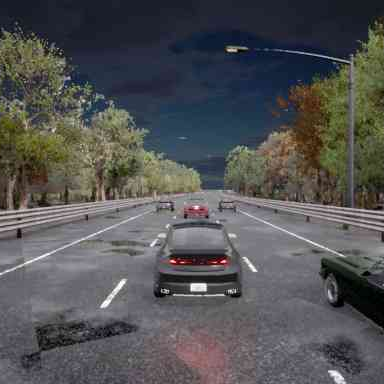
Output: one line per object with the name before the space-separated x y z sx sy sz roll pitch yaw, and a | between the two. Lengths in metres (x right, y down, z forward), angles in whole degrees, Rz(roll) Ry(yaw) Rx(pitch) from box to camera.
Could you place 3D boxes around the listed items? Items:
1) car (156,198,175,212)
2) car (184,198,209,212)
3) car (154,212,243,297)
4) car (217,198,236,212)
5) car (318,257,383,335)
car | -2.998 1.479 38.530 2.128 1.511 4.902 0 0 1
car | 0.355 1.344 29.500 2.097 1.767 4.553 0 0 0
car | 0.133 1.503 8.532 1.837 1.490 4.892 0 0 0
car | 4.007 1.479 38.668 2.128 1.511 4.902 0 0 1
car | 3.614 1.600 4.996 1.895 1.301 4.718 0 0 0
